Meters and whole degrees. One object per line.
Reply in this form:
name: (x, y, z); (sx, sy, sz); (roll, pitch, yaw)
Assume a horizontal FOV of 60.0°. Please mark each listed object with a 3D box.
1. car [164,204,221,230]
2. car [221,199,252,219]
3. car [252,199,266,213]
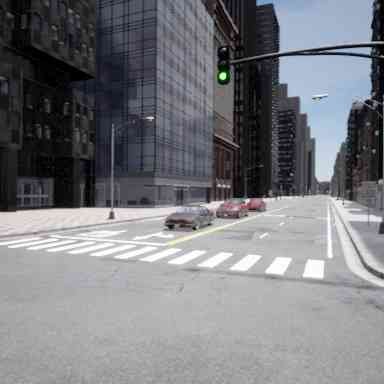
car: (0.029, 1.590, 21.690); (2.033, 1.411, 5.357); (1, 0, 20)
car: (3.769, 1.447, 30.741); (2.097, 1.767, 4.553); (1, 0, 22)
car: (7.816, 1.630, 40.625); (1.882, 1.535, 5.008); (1, 0, 22)
